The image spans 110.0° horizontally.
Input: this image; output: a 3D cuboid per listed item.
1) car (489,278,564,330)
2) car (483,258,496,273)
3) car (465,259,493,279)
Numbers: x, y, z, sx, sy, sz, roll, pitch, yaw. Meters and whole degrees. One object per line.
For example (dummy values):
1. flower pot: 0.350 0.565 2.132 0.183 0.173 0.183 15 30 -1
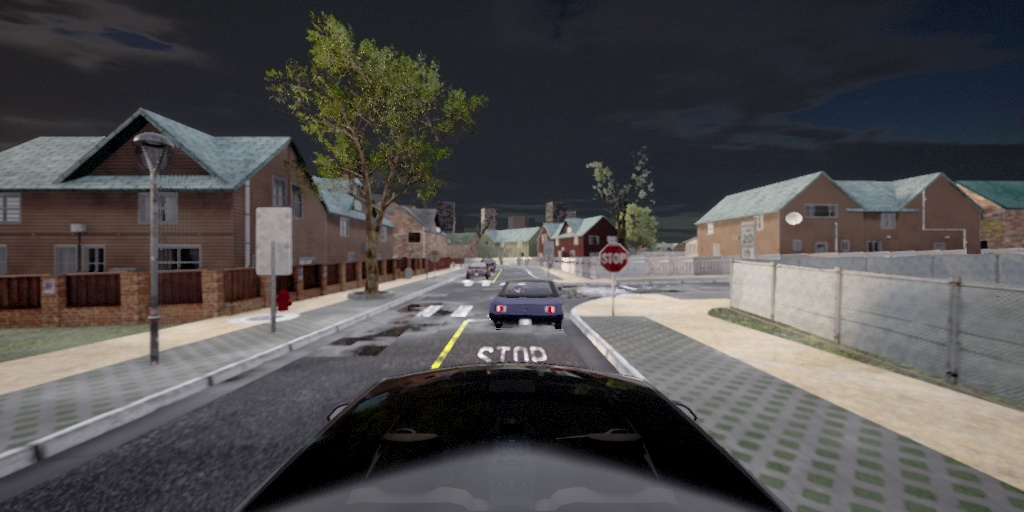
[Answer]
1. car: 0.591 1.330 11.026 1.895 1.301 4.718 0 0 7
2. car: -2.945 1.212 41.249 1.994 1.385 4.181 0 0 -2
3. car: -2.874 1.201 31.257 1.812 1.442 4.674 0 0 0
